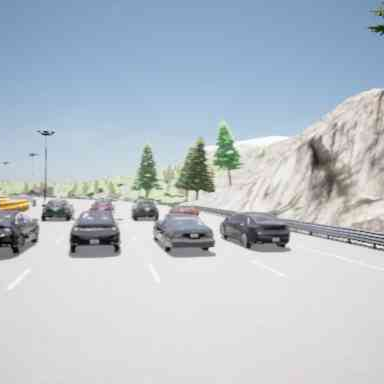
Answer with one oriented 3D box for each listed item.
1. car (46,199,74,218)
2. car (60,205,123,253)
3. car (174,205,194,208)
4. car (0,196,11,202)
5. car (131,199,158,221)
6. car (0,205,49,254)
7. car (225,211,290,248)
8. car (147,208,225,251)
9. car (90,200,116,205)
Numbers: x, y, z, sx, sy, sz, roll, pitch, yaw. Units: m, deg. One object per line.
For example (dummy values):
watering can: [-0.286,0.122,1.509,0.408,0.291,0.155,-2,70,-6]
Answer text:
car: [-10.962,1.381,27.514,2.097,1.767,4.553,1,-1,-14]
car: [-3.989,1.532,14.010,2.128,1.511,4.902,1,0,-14]
car: [-0.784,1.800,30.073,1.895,1.301,4.718,1,0,-14]
car: [-32.927,1.397,58.222,1.882,1.535,5.008,1,0,-25]
car: [-4.170,1.493,29.205,2.097,1.767,4.553,1,-1,-14]
car: [-7.385,1.476,13.169,2.128,1.511,4.902,1,0,-14]
car: [2.797,1.659,15.722,1.837,1.490,4.892,1,0,-14]
car: [-0.523,1.642,14.558,2.033,1.411,5.357,1,0,-14]
car: [-7.566,1.437,28.359,2.097,1.767,4.553,1,-1,-14]
